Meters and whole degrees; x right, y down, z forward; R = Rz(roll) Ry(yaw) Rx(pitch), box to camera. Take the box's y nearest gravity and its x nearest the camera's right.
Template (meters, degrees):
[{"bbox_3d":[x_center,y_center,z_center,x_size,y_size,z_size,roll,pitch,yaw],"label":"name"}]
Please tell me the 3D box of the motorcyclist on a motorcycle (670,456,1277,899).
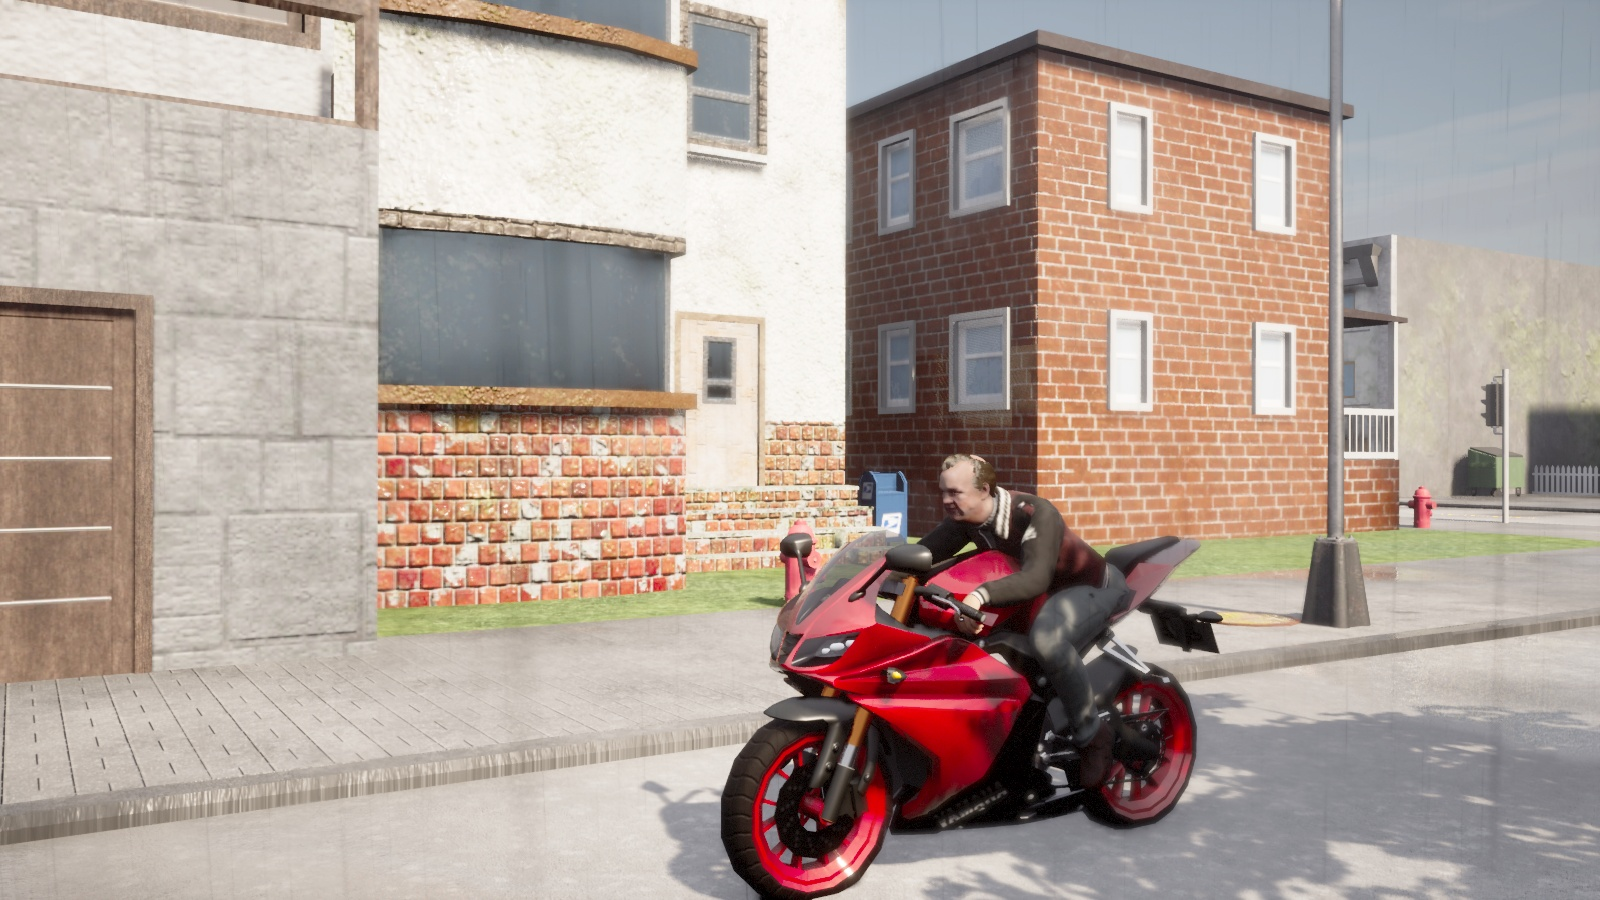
[{"bbox_3d":[0.696,0.790,4.678,2.191,1.530,0.866,0,0,-32],"label":"motorcyclist on a motorcycle"}]
